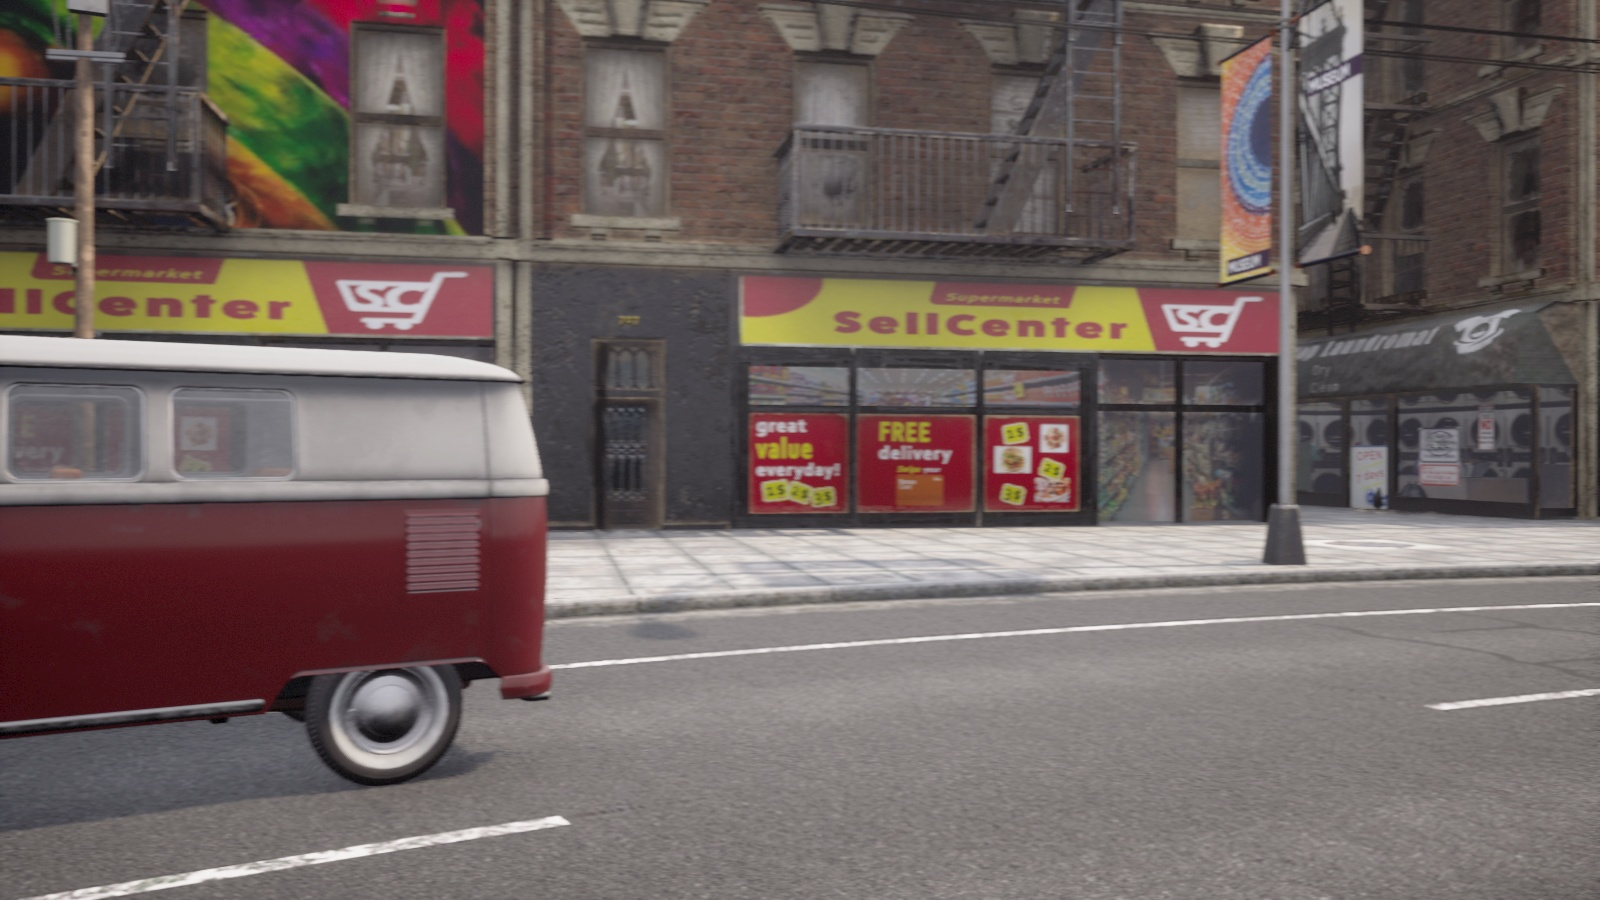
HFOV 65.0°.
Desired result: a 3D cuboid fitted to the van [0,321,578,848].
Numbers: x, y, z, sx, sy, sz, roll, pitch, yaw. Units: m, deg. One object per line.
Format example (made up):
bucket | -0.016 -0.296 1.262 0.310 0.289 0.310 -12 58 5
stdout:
van | -3.409 0.509 5.535 4.442 1.987 1.775 0 0 -31
